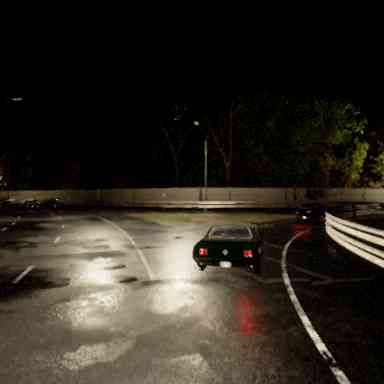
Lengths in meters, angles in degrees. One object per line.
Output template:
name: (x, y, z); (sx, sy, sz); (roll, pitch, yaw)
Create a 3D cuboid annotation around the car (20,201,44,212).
car: (-21.376, 1.846, 43.862); (2.033, 1.411, 5.357); (0, -1, -33)

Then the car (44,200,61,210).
car: (-20.686, 1.863, 48.979); (1.812, 1.442, 4.674); (0, -1, -35)

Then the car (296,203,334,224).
car: (10.188, 1.713, 27.445); (1.837, 1.490, 4.892); (-1, -1, 40)

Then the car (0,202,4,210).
car: (-28.299, 1.882, 47.556); (1.994, 1.385, 4.181); (0, -1, -37)

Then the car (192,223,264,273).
car: (1.435, 1.684, 11.131); (1.895, 1.301, 4.718); (0, 0, 14)
